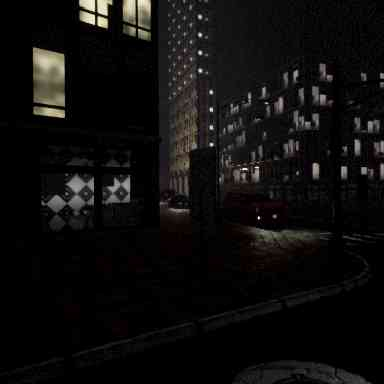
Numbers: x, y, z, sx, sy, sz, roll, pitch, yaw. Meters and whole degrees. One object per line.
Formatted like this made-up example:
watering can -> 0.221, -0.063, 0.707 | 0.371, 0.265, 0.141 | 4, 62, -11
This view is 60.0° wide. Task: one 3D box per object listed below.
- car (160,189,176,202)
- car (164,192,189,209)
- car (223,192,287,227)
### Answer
car -> -4.035, 0.537, 54.629 | 2.150, 2.045, 5.566 | -1, 1, -18
car -> -1.370, 1.083, 37.636 | 1.837, 1.490, 4.892 | -1, 0, -19
car -> 3.944, 1.025, 21.993 | 2.150, 2.045, 5.566 | -1, 1, -19
